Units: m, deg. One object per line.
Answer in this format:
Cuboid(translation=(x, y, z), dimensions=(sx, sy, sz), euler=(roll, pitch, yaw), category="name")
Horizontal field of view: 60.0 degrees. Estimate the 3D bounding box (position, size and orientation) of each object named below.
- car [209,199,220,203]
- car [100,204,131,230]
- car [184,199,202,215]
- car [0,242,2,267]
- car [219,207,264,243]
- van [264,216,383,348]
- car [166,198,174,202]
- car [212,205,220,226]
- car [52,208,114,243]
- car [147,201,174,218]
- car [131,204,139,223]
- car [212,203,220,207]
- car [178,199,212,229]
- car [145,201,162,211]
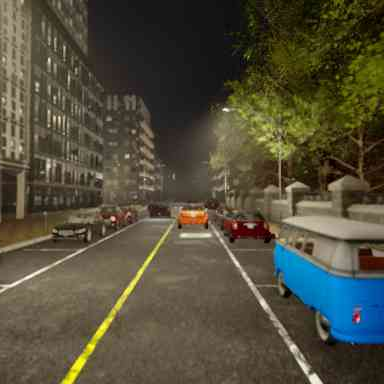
Cuboid(translation=(2.666, 1.782, 44.564), dimensions=(2.192, 1.841, 5.009), euler=(1, -1, 0), category="car")
Cuboid(translation=(-5.699, 1.687, 22.669), dimensions=(1.967, 1.590, 4.097), euler=(1, -1, 0), category="car")
Cuboid(translation=(0.068, 1.787, 41.357), dimensions=(2.097, 1.767, 4.553), euler=(0, -1, 0), category="car")
Cuboid(translation=(-5.685, 1.387, 6.247), dimensions=(2.192, 1.841, 5.009), euler=(1, -1, 0), category="car")
Cuboid(translation=(2.686, 1.629, 17.170), dimensions=(1.967, 1.590, 4.097), euler=(1, -1, 0), category="car")
Cuboid(translation=(2.695, 1.411, 6.215), dimensions=(1.690, 1.788, 3.998), euler=(1, -1, 0), category="van")
Cuboid(translation=(-5.749, 2.308, 87.981), dimensions=(1.967, 1.590, 4.097), euler=(1, -1, 0), category="car")
Cuboid(translation=(2.680, 1.812, 22.648), dimensions=(1.947, 1.339, 4.313), euler=(1, -1, 0), category="car")
Cuboid(translation=(-5.696, 1.740, 17.193), dimensions=(2.008, 1.369, 4.403), euler=(1, -1, 0), category="car")
Cuboid(translation=(-3.120, 1.926, 33.912), dimensions=(1.994, 1.385, 4.181), euler=(0, -1, 0), category="car")
Cuboid(translation=(-5.703, 1.744, 28.143), dimensions=(1.967, 1.590, 4.097), euler=(1, -1, 0), category="car")
Cuboid(translation=(2.676, 1.885, 28.126), dimensions=(1.802, 1.307, 4.206), euler=(1, -1, 0), category="car")
Cuboid(translation=(0.082, 1.614, 24.266), dimensions=(2.097, 1.767, 4.553), euler=(0, -1, 0), category="car")
Cuboid(translation=(-5.721, 2.072, 50.037), dimensions=(2.008, 1.369, 4.403), euler=(1, -1, 0), category="car")
